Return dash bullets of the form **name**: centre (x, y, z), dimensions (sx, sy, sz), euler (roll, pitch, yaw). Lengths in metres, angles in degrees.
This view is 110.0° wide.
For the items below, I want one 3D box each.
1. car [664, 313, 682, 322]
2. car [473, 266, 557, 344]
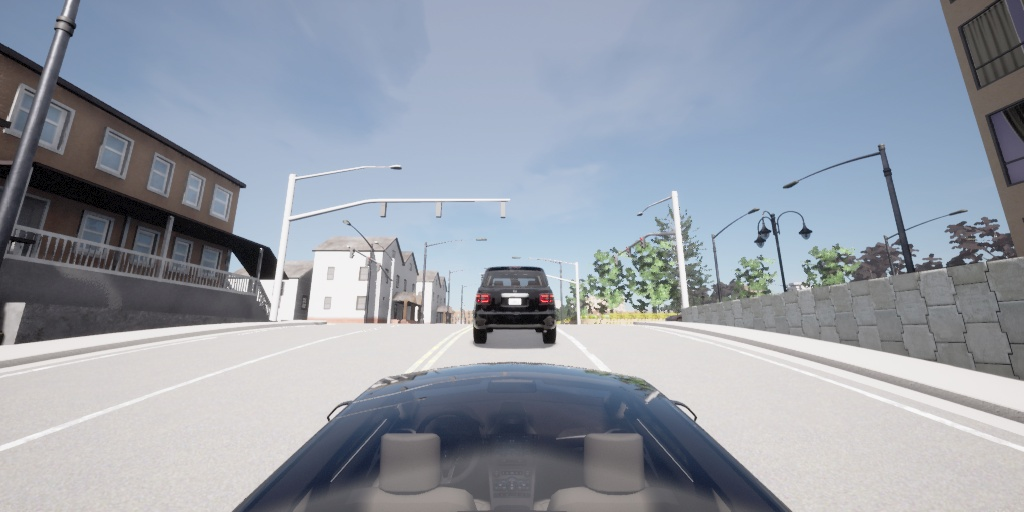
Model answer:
- **car**: centre (15.913, 5.454, 31.708), dimensions (4.553, 1.767, 2.097), euler (0, -12, 1)
- **car**: centre (0.078, 1.502, 11.190), dimensions (2.150, 2.045, 5.566), euler (0, -7, 0)
